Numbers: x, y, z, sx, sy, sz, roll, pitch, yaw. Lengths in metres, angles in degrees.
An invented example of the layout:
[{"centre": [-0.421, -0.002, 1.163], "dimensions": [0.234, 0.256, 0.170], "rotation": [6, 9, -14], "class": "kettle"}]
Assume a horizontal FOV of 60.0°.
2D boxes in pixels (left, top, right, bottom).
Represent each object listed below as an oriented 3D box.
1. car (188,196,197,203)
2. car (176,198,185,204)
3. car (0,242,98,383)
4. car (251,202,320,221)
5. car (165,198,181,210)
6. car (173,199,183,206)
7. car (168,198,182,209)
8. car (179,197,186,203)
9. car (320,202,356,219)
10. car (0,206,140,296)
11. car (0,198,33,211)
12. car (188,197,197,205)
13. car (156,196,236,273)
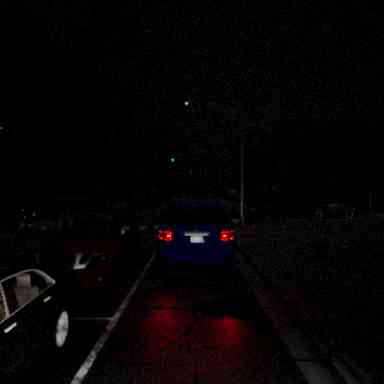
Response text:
[{"centre": [0.042, 1.765, 81.563], "dimensions": [2.097, 1.767, 4.553], "rotation": [0, -1, 0], "class": "car"}, {"centre": [-2.604, 2.067, 75.505], "dimensions": [2.008, 1.369, 4.403], "rotation": [0, -1, 0], "class": "car"}, {"centre": [-2.637, 1.564, 3.452], "dimensions": [2.008, 1.369, 4.403], "rotation": [0, 0, 0], "class": "car"}, {"centre": [7.112, 1.555, 26.388], "dimensions": [4.902, 1.511, 2.128], "rotation": [0, -1, -7], "class": "car"}, {"centre": [-2.618, 1.706, 47.064], "dimensions": [1.967, 1.590, 4.097], "rotation": [0, 0, 0], "class": "car"}, {"centre": [-2.609, 1.991, 64.129], "dimensions": [1.802, 1.307, 4.206], "rotation": [0, -1, 0], "class": "car"}, {"centre": [-2.614, 1.751, 52.752], "dimensions": [1.967, 1.590, 4.097], "rotation": [0, 0, 0], "class": "car"}, {"centre": [-2.596, 2.239, 92.571], "dimensions": [1.887, 1.381, 4.507], "rotation": [0, -1, 0], "class": "car"}, {"centre": [12.057, 1.599, 29.277], "dimensions": [4.181, 1.385, 1.994], "rotation": [0, 0, 0], "class": "car"}, {"centre": [-2.635, 1.350, 8.916], "dimensions": [2.192, 1.841, 5.009], "rotation": [0, 0, 0], "class": "car"}, {"centre": [-15.279, 1.479, 26.309], "dimensions": [5.566, 2.045, 2.150], "rotation": [-1, 0, 0], "class": "car"}, {"centre": [0.037, 1.943, 71.171], "dimensions": [1.882, 1.535, 5.008], "rotation": [0, -1, 0], "class": "car"}, {"centre": [0.106, 1.267, 10.917], "dimensions": [2.150, 2.045, 5.566], "rotation": [0, 0, 0], "class": "car"}]
